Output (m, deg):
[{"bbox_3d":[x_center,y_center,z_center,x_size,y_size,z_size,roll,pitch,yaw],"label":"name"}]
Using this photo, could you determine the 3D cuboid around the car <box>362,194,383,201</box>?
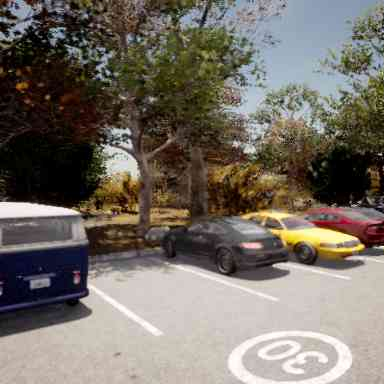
[{"bbox_3d":[12.173,1.117,18.486,2.435,2.045,5.566,0,0,-36],"label":"car"}]

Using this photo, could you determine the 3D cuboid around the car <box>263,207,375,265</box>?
[{"bbox_3d":[3.206,1.425,11.877,1.946,1.575,5.366,0,0,-36],"label":"car"}]

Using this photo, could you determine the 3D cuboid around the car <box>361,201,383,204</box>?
[{"bbox_3d":[9.878,1.412,16.913,2.163,1.488,4.792,0,0,-36],"label":"car"}]

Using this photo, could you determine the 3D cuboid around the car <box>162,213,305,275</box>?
[{"bbox_3d":[0.834,1.483,10.407,2.002,1.452,4.674,0,0,-36],"label":"car"}]

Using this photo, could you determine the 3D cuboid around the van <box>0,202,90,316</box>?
[{"bbox_3d":[-3.770,1.248,7.263,1.878,1.987,4.442,0,0,-36],"label":"van"}]

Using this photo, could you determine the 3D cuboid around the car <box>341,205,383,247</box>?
[{"bbox_3d":[5.368,1.412,13.645,2.097,1.535,5.008,0,0,-36],"label":"car"}]

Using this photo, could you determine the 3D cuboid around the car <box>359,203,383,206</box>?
[{"bbox_3d":[7.647,1.427,15.246,2.163,1.488,4.792,0,0,-36],"label":"car"}]
